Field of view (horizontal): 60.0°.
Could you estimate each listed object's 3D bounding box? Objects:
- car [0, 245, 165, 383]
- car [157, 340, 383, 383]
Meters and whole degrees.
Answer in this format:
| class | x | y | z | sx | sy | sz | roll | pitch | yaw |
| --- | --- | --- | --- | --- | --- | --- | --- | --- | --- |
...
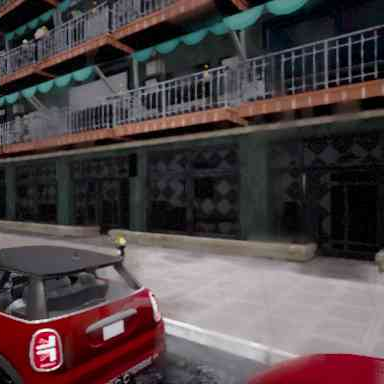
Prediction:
| class | x | y | z | sx | sy | sz | roll | pitch | yaw |
| --- | --- | --- | --- | --- | --- | --- | --- | --- | --- |
| car | -2.395 | 1.464 | 4.573 | 4.097 | 1.590 | 1.967 | 0 | 0 | 35 |
| car | 2.204 | 1.539 | 1.312 | 4.507 | 1.381 | 1.887 | 0 | 0 | 35 |
